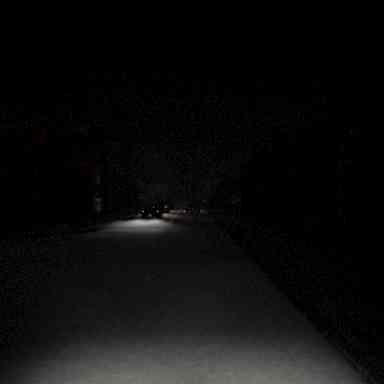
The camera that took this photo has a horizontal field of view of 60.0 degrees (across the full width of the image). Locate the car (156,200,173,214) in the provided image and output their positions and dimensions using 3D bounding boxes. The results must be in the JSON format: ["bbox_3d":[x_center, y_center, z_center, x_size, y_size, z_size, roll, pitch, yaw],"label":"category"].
[{"bbox_3d":[-4.072,1.862,43.602,2.097,1.767,4.553,0,-1,0],"label":"car"}]

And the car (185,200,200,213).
[{"bbox_3d":[0.125,2.063,46.010,1.812,1.442,4.674,0,0,0],"label":"car"}]

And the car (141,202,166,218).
[{"bbox_3d":[-4.087,2.006,34.637,1.895,1.301,4.718,0,-1,0],"label":"car"}]

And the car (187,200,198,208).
[{"bbox_3d":[0.133,2.297,64.244,2.033,1.411,5.357,0,-1,0],"label":"car"}]
